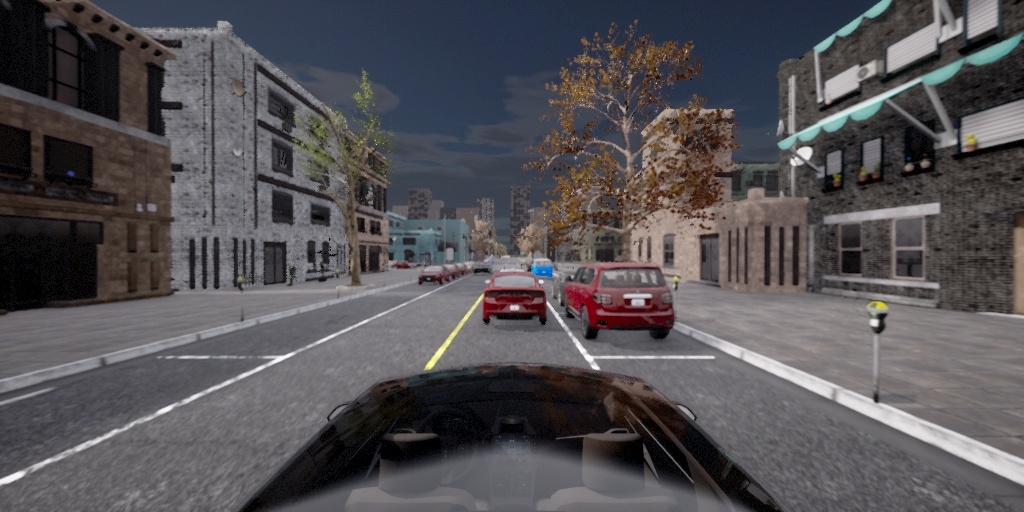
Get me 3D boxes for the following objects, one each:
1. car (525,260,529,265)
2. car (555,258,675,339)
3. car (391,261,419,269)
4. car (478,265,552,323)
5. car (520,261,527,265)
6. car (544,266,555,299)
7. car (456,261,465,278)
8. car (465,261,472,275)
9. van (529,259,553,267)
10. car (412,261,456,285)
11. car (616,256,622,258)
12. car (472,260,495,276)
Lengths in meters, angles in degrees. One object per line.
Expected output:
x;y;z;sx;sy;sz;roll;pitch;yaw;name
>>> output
2.707;1.374;43.295;1.948;1.339;4.313;0;0;0;car
2.697;1.077;10.031;2.192;1.841;5.009;0;0;0;car
-18.050;1.507;60.832;4.097;1.591;1.967;0;0;-1;car
0.084;1.243;12.160;1.882;1.535;5.008;0;0;0;car
0.102;1.393;31.200;1.895;1.301;4.718;0;0;0;car
2.698;1.320;15.575;2.007;1.370;4.403;0;0;0;car
-5.678;1.339;32.210;1.888;1.381;4.507;0;0;0;car
-5.675;1.346;37.754;1.888;1.381;4.507;0;0;0;car
2.704;1.134;32.208;1.690;1.789;3.998;0;0;0;van
-5.679;1.331;26.666;1.888;1.381;4.507;0;0;0;car
19.967;0.928;61.468;5.009;1.841;2.192;0;0;-1;car
-3.081;1.403;38.830;1.895;1.301;4.718;0;0;0;car
